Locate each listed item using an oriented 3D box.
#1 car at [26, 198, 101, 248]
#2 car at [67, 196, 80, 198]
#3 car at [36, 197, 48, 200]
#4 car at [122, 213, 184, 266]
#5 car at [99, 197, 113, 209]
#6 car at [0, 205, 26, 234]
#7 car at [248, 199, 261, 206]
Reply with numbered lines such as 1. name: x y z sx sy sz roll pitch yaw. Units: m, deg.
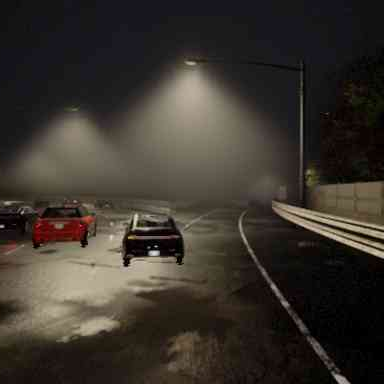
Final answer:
1. car: -5.551 1.347 15.042 2.097 1.767 4.553 0 0 -10
2. car: -16.423 1.338 45.785 2.097 1.767 4.553 0 0 -28
3. car: -21.531 1.474 47.818 2.128 1.511 4.902 0 0 -30
4. car: -1.405 1.490 11.656 2.128 1.511 4.902 0 0 -8
5. car: -11.884 1.494 44.596 1.837 1.490 4.892 0 0 -26
6. car: -9.936 1.484 18.813 2.128 1.511 4.902 0 0 -13
7. car: 13.230 2.253 71.932 1.994 1.385 4.181 0 -3 16
